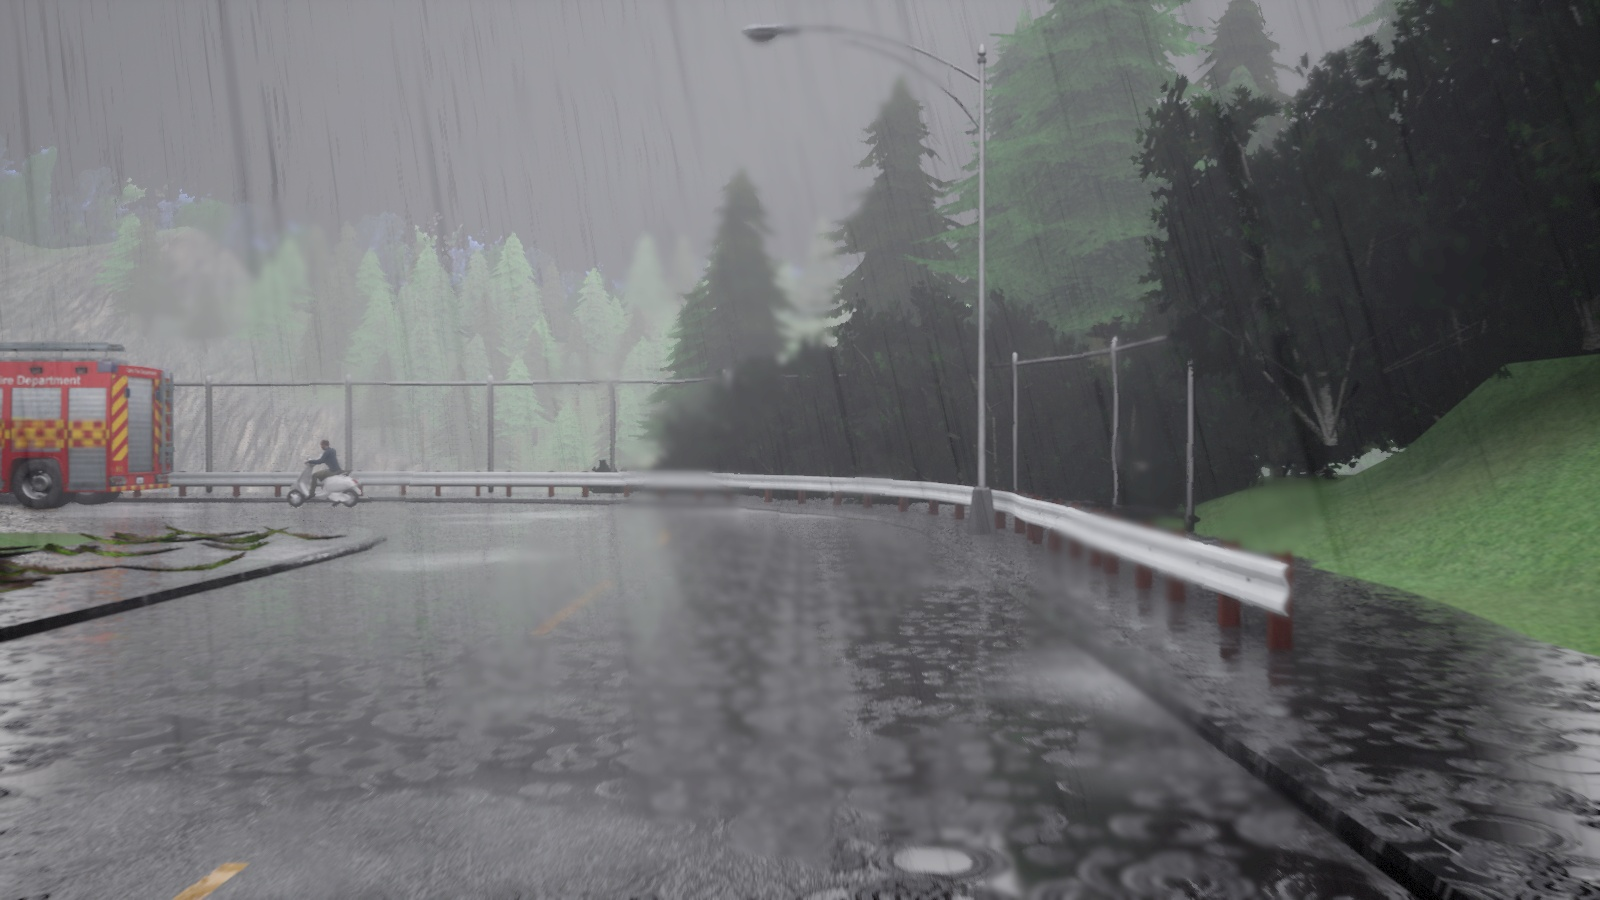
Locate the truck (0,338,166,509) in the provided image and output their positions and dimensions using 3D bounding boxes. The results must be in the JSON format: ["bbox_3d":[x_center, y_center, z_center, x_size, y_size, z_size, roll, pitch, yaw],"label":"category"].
[{"bbox_3d":[-19.898,-0.601,29.536,8.468,3.827,2.891,0,0,-1],"label":"truck"}]

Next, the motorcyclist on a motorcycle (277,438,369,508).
[{"bbox_3d":[-11.113,0.526,29.282,1.817,1.590,0.866,0,0,6],"label":"motorcyclist on a motorcycle"}]
